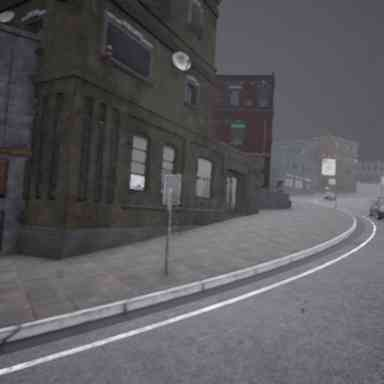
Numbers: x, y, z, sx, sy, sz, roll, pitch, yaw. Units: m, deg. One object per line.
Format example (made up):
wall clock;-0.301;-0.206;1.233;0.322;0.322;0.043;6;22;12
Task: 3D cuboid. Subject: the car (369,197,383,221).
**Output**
car;14.890;1.195;25.104;2.097;1.767;4.553;2;1;19

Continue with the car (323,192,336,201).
car;26.546;0.708;64.181;2.097;1.767;4.553;2;1;26
